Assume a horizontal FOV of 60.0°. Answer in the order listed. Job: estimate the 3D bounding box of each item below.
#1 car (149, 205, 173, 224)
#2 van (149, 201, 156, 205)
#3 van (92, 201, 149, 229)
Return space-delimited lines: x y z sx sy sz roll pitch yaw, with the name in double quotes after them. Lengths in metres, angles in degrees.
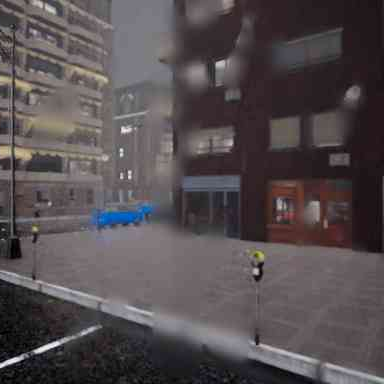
-2.206 2.009 28.734 1.947 1.339 4.313 -1 -2 35 "car"
-5.839 1.865 38.044 1.690 1.788 3.998 -1 -2 35 "van"
-5.274 1.678 24.123 1.690 1.788 3.998 -1 -2 35 "van"
